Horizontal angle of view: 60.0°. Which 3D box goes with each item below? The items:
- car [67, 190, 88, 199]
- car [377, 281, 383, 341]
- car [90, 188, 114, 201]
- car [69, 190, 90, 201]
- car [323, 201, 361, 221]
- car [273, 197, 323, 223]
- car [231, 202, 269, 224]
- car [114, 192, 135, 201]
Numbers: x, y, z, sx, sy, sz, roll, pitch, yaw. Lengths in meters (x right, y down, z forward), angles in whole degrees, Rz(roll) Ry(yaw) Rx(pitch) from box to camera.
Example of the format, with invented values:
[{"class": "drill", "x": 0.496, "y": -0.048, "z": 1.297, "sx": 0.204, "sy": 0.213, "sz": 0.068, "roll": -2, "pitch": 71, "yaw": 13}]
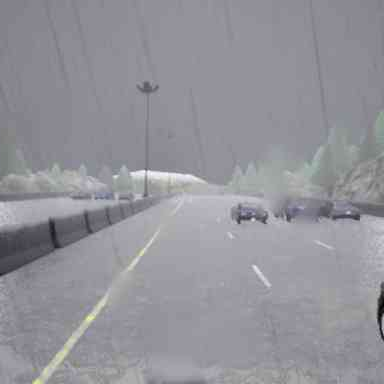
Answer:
[{"class": "car", "x": -20.725, "y": 0.463, "z": 60.387, "sx": 2.128, "sy": 1.511, "sz": 4.902, "roll": 1, "pitch": 1, "yaw": 1}, {"class": "car", "x": 3.610, "y": 1.479, "z": 2.837, "sx": 1.882, "sy": 1.535, "sz": 5.008, "roll": 1, "pitch": 1, "yaw": 0}, {"class": "car", "x": -13.799, "y": 0.360, "z": 52.715, "sx": 2.150, "sy": 2.045, "sz": 5.566, "roll": 1, "pitch": 1, "yaw": 1}, {"class": "car", "x": -17.300, "y": 0.707, "z": 52.350, "sx": 1.895, "sy": 1.301, "sz": 4.718, "roll": 1, "pitch": 1, "yaw": 1}, {"class": "car", "x": 10.714, "y": 1.346, "z": 24.761, "sx": 1.994, "sy": 1.385, "sz": 4.181, "roll": 1, "pitch": 1, "yaw": 0}, {"class": "car", "x": 7.211, "y": 1.111, "z": 23.622, "sx": 2.097, "sy": 1.767, "sz": 4.553, "roll": 1, "pitch": 1, "yaw": 0}, {"class": "car", "x": 3.702, "y": 1.340, "z": 22.298, "sx": 1.895, "sy": 1.301, "sz": 4.718, "roll": 1, "pitch": 1, "yaw": 0}, {"class": "car", "x": -10.299, "y": 0.724, "z": 52.739, "sx": 2.033, "sy": 1.411, "sz": 5.357, "roll": 1, "pitch": 1, "yaw": 1}]
